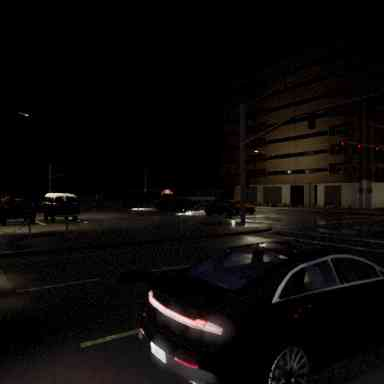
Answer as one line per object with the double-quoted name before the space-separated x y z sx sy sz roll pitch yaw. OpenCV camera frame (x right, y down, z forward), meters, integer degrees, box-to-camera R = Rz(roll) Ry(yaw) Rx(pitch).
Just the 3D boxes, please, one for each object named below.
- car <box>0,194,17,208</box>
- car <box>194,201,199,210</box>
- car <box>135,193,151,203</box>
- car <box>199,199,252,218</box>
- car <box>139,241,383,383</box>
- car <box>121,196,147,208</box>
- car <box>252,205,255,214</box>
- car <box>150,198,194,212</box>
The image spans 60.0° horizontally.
"car" -31.485 1.209 56.509 1.932 1.855 4.605 0 0 -34
"car" -0.889 1.560 42.642 1.837 1.490 4.892 0 0 -34
"car" -10.497 1.277 69.458 2.150 2.045 5.566 0 0 -34
"car" 2.985 1.581 30.750 1.812 1.442 4.674 0 0 -34
"car" 1.646 1.492 4.913 4.902 1.511 2.128 0 0 -34
"car" -8.675 1.619 47.842 1.994 1.385 4.181 0 0 -35
"car" 4.462 1.533 34.797 1.882 1.535 5.008 0 0 -34
"car" -2.419 1.603 38.669 2.033 1.411 5.357 0 0 -34
